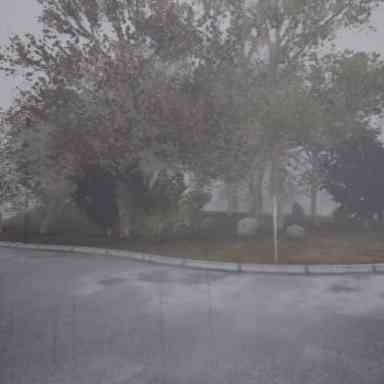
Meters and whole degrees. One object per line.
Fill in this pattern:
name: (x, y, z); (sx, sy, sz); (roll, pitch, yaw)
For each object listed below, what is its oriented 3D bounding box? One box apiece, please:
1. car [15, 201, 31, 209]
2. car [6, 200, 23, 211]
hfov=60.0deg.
car: (-33.670, 2.595, 66.363); (2.033, 1.411, 5.357); (-1, -1, -20)
car: (-30.154, 2.148, 56.590); (2.150, 2.045, 5.566); (-1, 0, -20)
